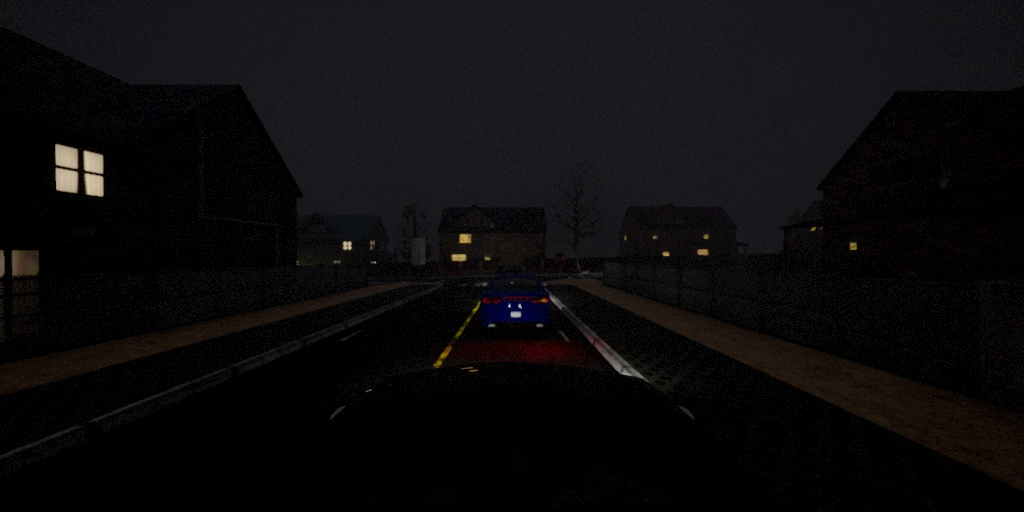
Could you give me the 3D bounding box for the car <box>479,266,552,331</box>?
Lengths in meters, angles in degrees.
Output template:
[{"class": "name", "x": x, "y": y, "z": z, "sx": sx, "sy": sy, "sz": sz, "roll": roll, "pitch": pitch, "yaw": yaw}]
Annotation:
[{"class": "car", "x": 0.091, "y": 1.254, "z": 11.075, "sx": 1.882, "sy": 1.535, "sz": 5.008, "roll": 0, "pitch": 0, "yaw": 0}]
